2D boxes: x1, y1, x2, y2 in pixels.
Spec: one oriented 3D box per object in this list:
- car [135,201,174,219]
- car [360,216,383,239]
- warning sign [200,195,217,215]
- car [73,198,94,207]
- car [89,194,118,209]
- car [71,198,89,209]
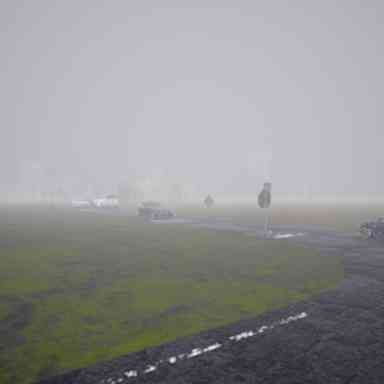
[{"bbox_3d":[-3.471,1.574,29.796,1.837,1.490,4.892,0,0,-35],"label":"car"},{"bbox_3d":[9.380,1.539,14.472,1.812,1.442,4.674,1,0,-7],"label":"car"},{"bbox_3d":[1.576,1.178,31.831,1.300,1.860,1.060,0,0,-35],"label":"warning sign"},{"bbox_3d":[-18.373,1.713,56.111,2.033,1.411,5.357,0,0,-35],"label":"car"},{"bbox_3d":[-12.425,1.350,47.668,2.150,2.045,5.566,0,0,-34],"label":"car"},{"bbox_3d":[-16.133,1.663,48.053,1.812,1.442,4.674,0,0,-34],"label":"car"}]
